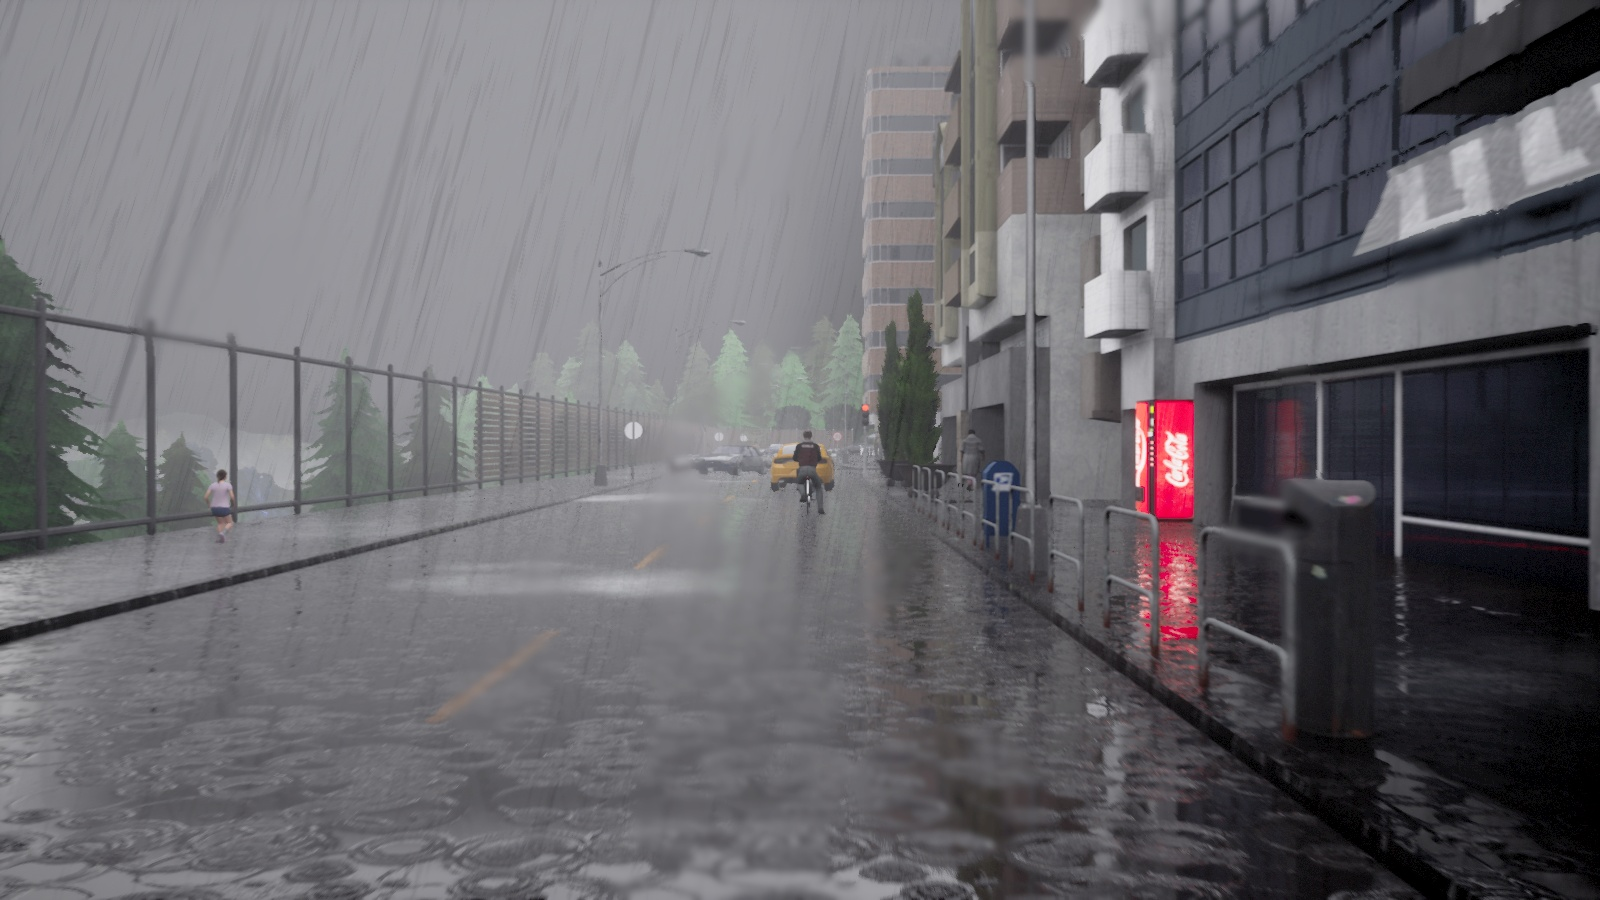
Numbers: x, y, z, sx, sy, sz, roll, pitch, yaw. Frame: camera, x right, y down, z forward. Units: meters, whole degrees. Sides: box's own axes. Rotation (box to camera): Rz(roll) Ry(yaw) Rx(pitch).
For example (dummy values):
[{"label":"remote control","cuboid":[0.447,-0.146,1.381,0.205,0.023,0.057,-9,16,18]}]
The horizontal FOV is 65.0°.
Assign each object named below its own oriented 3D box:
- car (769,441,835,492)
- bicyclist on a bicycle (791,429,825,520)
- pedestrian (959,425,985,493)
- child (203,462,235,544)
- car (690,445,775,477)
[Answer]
[{"label":"car","cuboid":[0.136,0.496,40.425,1.882,1.535,5.008,0,0,3]},{"label":"bicyclist on a bicycle","cuboid":[0.158,0.473,25.651,0.659,1.776,1.843,0,1,0]},{"label":"pedestrian","cuboid":[4.963,0.255,36.208,0.659,1.952,0.873,0,0,2]},{"label":"child","cuboid":[-8.080,0.731,17.458,0.255,1.110,0.394,0,0,1]},{"label":"car","cuboid":[-3.058,0.463,58.269,2.033,1.411,5.357,0,0,20]}]
